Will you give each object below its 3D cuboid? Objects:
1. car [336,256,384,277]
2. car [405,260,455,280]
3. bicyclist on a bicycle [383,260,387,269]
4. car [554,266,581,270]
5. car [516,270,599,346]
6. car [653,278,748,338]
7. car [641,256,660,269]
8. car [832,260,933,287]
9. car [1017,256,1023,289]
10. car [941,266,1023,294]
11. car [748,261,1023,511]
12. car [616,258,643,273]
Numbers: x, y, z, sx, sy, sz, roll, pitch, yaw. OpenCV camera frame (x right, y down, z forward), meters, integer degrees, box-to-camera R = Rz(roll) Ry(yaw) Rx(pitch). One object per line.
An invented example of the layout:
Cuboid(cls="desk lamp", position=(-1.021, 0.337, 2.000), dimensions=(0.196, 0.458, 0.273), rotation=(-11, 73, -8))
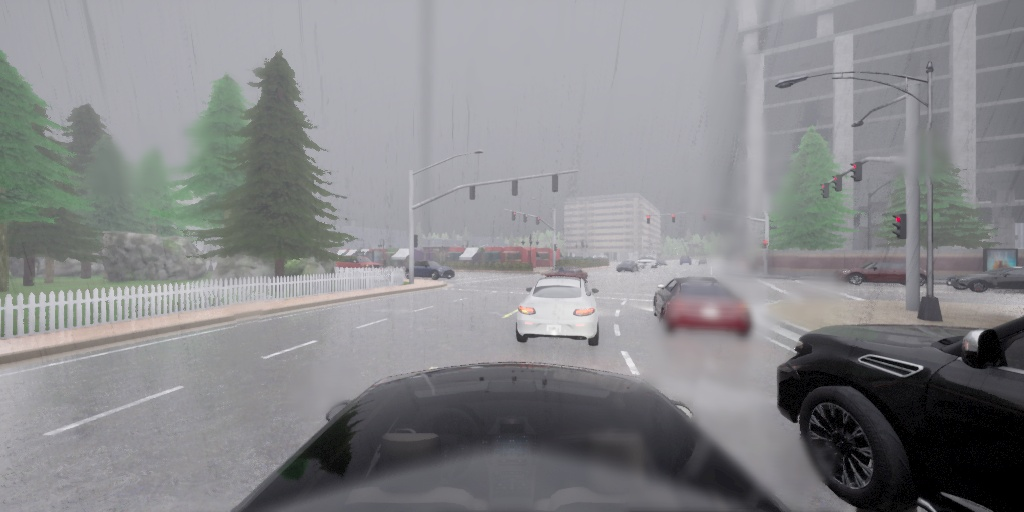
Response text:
Cuboid(cls="car", position=(-15.646, 1.027, 36.692), dimensions=(5.566, 2.045, 2.150), rotation=(0, 0, 30))
Cuboid(cls="car", position=(-7.306, 1.157, 31.952), dimensions=(4.553, 1.767, 2.097), rotation=(0, 0, 30))
Cuboid(cls="bicyclist on a bicycle", position=(-15.714, 1.258, 44.291), dimensions=(0.582, 1.620, 1.656), rotation=(0, 0, -22))
Cuboid(cls="car", position=(3.718, 1.383, 24.752), dimensions=(1.895, 1.301, 4.718), rotation=(0, 0, 29))
Cuboid(cls="car", position=(1.279, 1.276, 9.421), dimensions=(1.812, 1.442, 4.674), rotation=(0, 0, 11))
Cuboid(cls="car", position=(5.301, 1.314, 10.427), dimensions=(1.994, 1.385, 4.181), rotation=(0, 0, 17))
Cuboid(cls="car", position=(21.166, 0.970, 56.004), dimensions=(2.150, 2.045, 5.566), rotation=(0, 0, 29))
Cuboid(cls="car", position=(25.926, 1.157, 25.385), dimensions=(4.553, 1.767, 2.097), rotation=(0, 0, 30))
Cuboid(cls="car", position=(34.261, 1.027, 20.651), dimensions=(5.566, 2.045, 2.150), rotation=(0, 0, 30))
Cuboid(cls="car", position=(28.011, 1.331, 20.151), dimensions=(4.674, 1.442, 1.812), rotation=(0, 0, 29))
Cuboid(cls="car", position=(3.737, 0.971, 1.199), dimensions=(2.150, 2.045, 5.566), rotation=(0, 0, 0))
Cuboid(cls="car", position=(13.996, 1.297, 43.192), dimensions=(2.033, 1.411, 5.357), rotation=(0, 0, 29))
